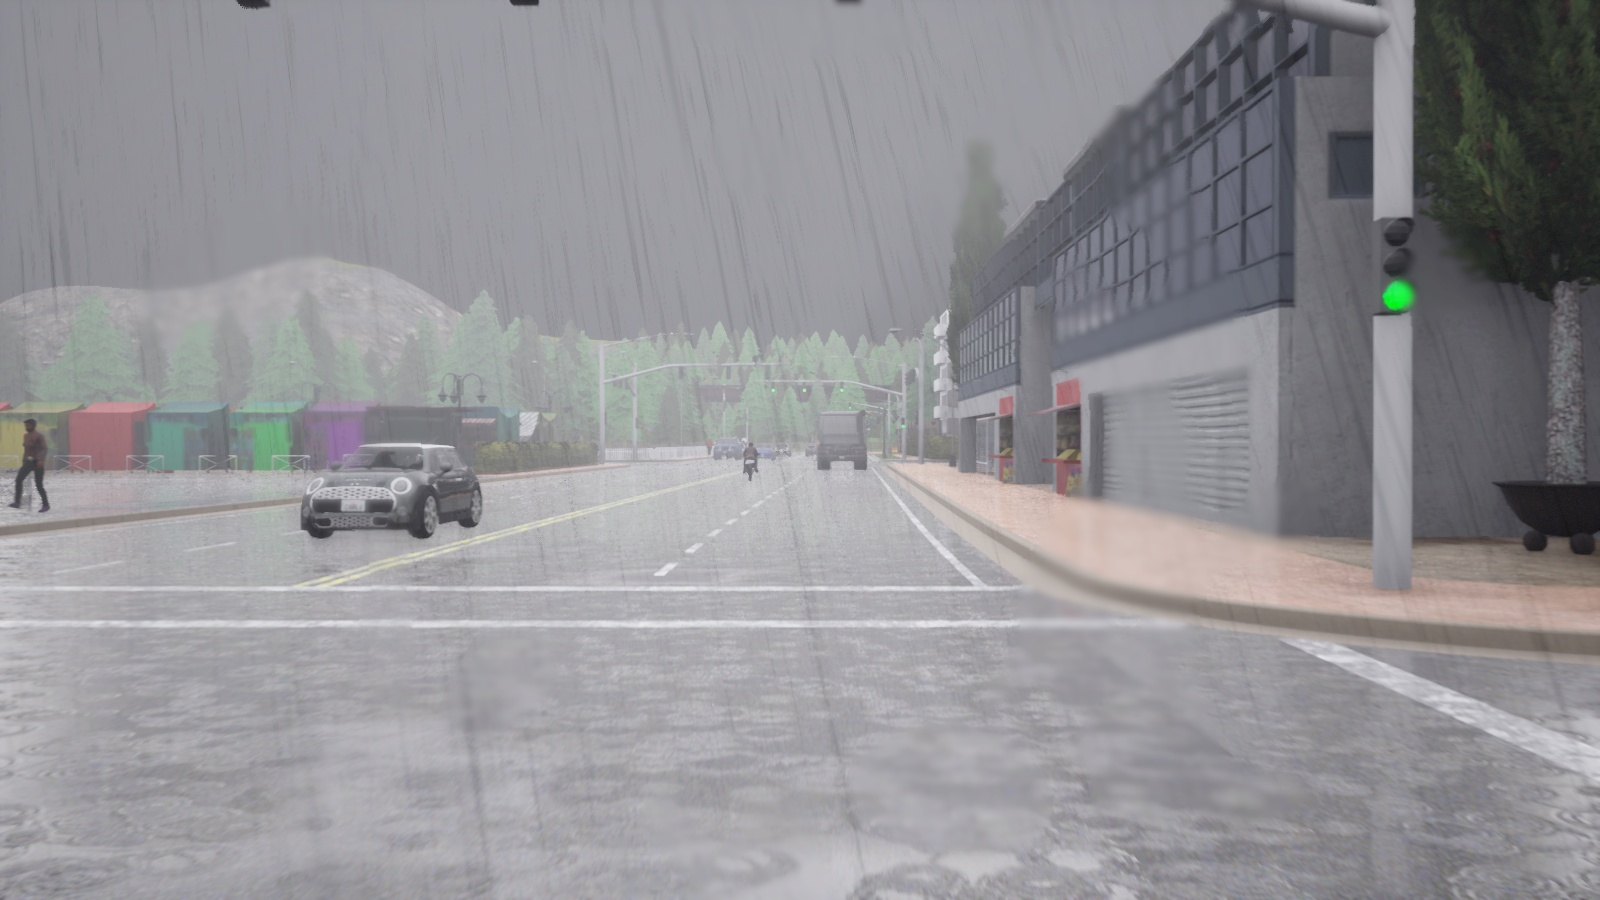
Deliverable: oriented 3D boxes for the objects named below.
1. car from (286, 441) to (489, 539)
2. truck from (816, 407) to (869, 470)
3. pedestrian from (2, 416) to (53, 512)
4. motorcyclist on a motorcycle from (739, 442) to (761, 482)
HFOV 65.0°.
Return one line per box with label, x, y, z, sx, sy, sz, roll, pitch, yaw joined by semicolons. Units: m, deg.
car;-6.661;0.590;20.734;1.970;1.475;3.806;0;0;2
truck;2.472;-0.643;72.738;2.891;3.462;7.936;0;0;2
pedestrian;-14.756;0.258;24.008;0.328;1.805;0.869;0;0;10
motorcyclist on a motorcycle;-1.947;0.449;49.363;0.797;1.523;2.044;0;0;-1
